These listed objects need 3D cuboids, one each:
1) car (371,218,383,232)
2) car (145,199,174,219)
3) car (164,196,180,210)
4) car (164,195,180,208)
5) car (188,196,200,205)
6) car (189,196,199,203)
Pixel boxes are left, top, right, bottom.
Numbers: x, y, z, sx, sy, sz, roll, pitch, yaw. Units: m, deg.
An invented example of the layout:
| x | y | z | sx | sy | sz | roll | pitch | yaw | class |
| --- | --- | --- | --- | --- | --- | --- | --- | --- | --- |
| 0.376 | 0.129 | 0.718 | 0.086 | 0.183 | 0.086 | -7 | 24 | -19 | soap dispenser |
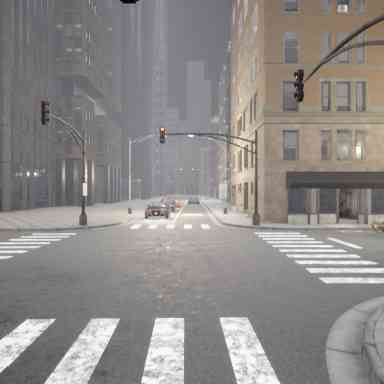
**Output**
| x | y | z | sx | sy | sz | roll | pitch | yaw | class |
| --- | --- | --- | --- | --- | --- | --- | --- | --- | --- |
| 12.186 | 1.519 | 17.717 | 4.829 | 1.417 | 1.752 | 0 | 0 | -1 | car |
| -2.978 | 1.573 | 29.414 | 1.994 | 1.385 | 4.181 | 0 | 0 | 0 | car |
| -2.932 | 1.505 | 39.268 | 2.128 | 1.511 | 4.902 | 0 | 0 | 0 | car |
| -2.886 | 1.368 | 49.167 | 2.097 | 1.767 | 4.553 | 0 | 0 | 0 | car |
| 0.340 | 1.569 | 59.943 | 1.994 | 1.385 | 4.181 | 0 | 0 | 0 | car |
| 0.376 | 1.545 | 69.892 | 1.994 | 1.385 | 4.181 | 0 | 0 | 0 | car |
